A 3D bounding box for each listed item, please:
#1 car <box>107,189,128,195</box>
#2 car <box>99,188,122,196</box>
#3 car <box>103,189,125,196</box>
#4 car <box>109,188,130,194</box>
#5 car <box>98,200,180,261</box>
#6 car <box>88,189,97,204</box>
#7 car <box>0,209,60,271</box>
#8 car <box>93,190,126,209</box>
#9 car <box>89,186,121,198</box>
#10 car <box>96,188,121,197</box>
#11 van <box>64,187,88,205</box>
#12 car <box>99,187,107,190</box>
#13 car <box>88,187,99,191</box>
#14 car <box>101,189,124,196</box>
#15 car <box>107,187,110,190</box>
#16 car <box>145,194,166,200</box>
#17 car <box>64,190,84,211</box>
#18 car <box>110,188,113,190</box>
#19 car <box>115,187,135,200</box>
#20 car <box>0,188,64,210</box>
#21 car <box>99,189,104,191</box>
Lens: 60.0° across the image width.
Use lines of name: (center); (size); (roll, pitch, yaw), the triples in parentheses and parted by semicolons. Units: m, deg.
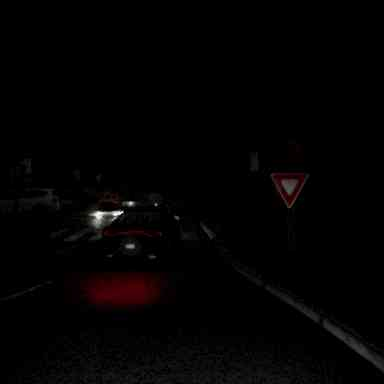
car: (-19.744, -0.120, 88.171); (4.892, 1.521, 2.231); (-1, 1, -27)
car: (-17.984, -0.012, 73.262); (4.553, 1.767, 2.185); (-1, 1, -27)
car: (-18.663, 0.057, 79.237); (4.674, 1.452, 2.002); (-1, 1, -27)
car: (-19.934, -0.174, 91.235); (5.366, 1.575, 1.946); (-1, 1, -27)
car: (-1.527, 1.263, 11.413); (1.882, 1.535, 5.008); (1, 1, 3)
car: (-13.733, 0.754, 37.494); (5.008, 1.535, 2.097); (-1, 2, -27)
car: (-5.454, 1.393, 8.016); (2.033, 1.411, 5.357); (0, 1, 7)
car: (-7.698, 0.869, 31.479); (1.882, 1.535, 5.008); (0, 1, -7)
car: (-16.892, 0.010, 64.352); (5.566, 2.045, 2.435); (-2, 1, -27)
car: (-17.632, 0.037, 70.282); (4.553, 1.767, 2.185); (-1, 1, -27)
van: (-13.489, 0.589, 34.452); (4.442, 1.987, 1.878); (-1, 2, -27)
car: (-14.770, 0.458, 46.450); (4.553, 1.767, 2.185); (-1, 2, -27)
car: (-14.129, 0.572, 40.468); (4.553, 1.767, 2.185); (-1, 1, -27)
car: (-18.279, 0.093, 76.271); (4.792, 1.488, 2.163); (-1, 1, -27)
car: (-15.120, 0.402, 49.430); (4.553, 1.767, 2.185); (-1, 2, -27)
car: (-3.570, 0.899, 32.652); (1.812, 1.442, 4.674); (0, 1, -7)
car: (-12.500, 0.920, 28.635); (5.366, 1.575, 1.946); (-1, 1, -27)
car: (-15.478, 0.502, 52.426); (4.792, 1.488, 2.163); (-1, 1, -27)
car: (-9.874, 0.358, 50.409); (2.150, 2.045, 5.566); (0, 1, -7)
car: (-11.960, 0.792, 22.559); (5.566, 2.045, 2.435); (-1, 2, -27)
car: (-14.449, 0.680, 43.462); (4.674, 1.452, 2.002); (-1, 1, -27)
